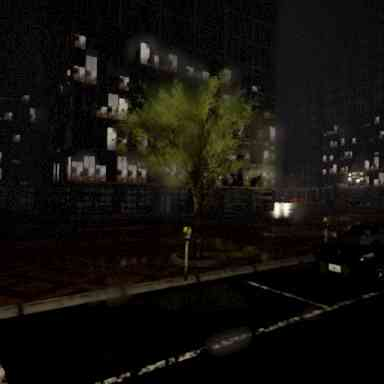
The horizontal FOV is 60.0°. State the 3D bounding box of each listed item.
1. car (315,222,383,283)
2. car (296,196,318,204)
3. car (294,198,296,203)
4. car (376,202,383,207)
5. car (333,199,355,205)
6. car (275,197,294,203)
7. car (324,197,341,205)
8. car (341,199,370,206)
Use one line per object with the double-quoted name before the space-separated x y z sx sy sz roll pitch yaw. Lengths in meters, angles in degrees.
"car" 5.497 1.600 9.781 4.313 1.339 1.947 0 1 -34
"car" 29.230 2.004 82.998 2.192 1.841 5.009 1 -1 -20
"car" 27.297 2.310 88.246 1.802 1.307 4.206 1 -1 -20
"car" 36.883 2.058 62.149 1.752 1.417 4.829 1 -1 -20
"car" 33.084 2.161 72.492 2.008 1.369 4.403 1 -1 -20
"car" 21.841 1.959 80.258 1.967 1.590 4.097 1 -1 -20
"car" 27.624 1.841 64.510 1.967 1.590 4.097 1 -1 -20
"car" 29.550 1.912 59.260 2.008 1.369 4.403 1 -1 -20
